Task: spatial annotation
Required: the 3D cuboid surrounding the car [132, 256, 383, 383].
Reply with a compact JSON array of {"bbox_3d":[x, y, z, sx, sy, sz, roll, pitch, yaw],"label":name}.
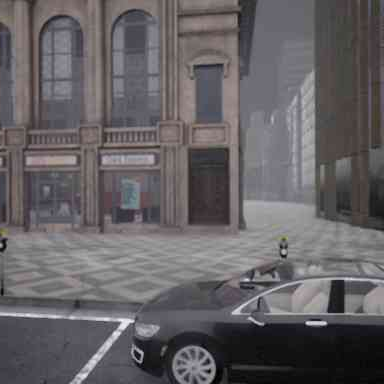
[{"bbox_3d":[1.437,1.547,4.239,4.403,1.369,2.008,0,0,7],"label":"car"}]
